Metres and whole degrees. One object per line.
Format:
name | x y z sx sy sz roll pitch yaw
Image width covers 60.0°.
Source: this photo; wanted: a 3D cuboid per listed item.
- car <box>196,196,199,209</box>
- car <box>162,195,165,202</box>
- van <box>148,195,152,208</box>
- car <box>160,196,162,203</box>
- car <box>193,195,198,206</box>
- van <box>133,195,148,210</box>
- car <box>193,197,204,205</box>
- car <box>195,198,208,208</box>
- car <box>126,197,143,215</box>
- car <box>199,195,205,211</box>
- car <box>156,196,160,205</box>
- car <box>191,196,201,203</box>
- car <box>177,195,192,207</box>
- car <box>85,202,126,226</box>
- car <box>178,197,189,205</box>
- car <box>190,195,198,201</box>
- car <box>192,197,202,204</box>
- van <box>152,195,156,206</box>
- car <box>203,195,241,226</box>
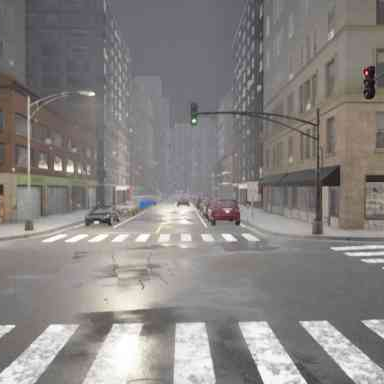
car | 1.787 1.595 40.943 1.752 1.417 4.829 -1 0 -2
car | -7.633 1.550 74.047 1.967 1.590 4.097 -1 0 -2
van | -6.887 1.419 46.129 1.690 1.788 3.998 -1 0 -2
car | -7.334 1.538 62.880 1.967 1.590 4.097 -1 0 -2
car | 1.641 1.393 46.357 2.192 1.841 5.009 -1 0 -2
van | -6.737 1.411 40.544 1.690 1.788 3.998 -1 0 -2
car | 1.199 1.664 63.108 1.947 1.339 4.313 -1 0 -2
car | 1.496 1.667 51.940 1.802 1.307 4.206 -1 0 -2
car | -6.581 1.587 34.791 1.752 1.417 4.829 -1 0 -2
car | 2.086 1.367 29.605 2.192 1.841 5.009 -1 0 -2
car | -7.186 1.407 57.296 2.192 1.841 5.009 -1 0 -2
car | 0.903 1.661 74.276 2.008 1.369 4.403 -1 0 -2
car | -1.399 1.592 53.369 1.837 1.490 4.892 0 0 -2
car | -6.285 1.609 23.793 1.947 1.339 4.313 -1 0 -2
car | -1.678 1.646 63.787 2.033 1.411 5.357 0 0 -2
car | 0.458 1.674 91.028 2.008 1.369 4.403 -1 0 -2
car | 1.051 1.670 68.692 1.947 1.339 4.313 -1 0 -2
van | -7.036 1.426 51.712 1.690 1.788 3.998 -1 0 -2
car | 2.234 1.358 24.021 2.192 1.841 5.009 -1 0 -2
